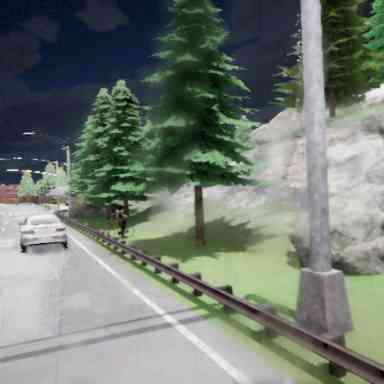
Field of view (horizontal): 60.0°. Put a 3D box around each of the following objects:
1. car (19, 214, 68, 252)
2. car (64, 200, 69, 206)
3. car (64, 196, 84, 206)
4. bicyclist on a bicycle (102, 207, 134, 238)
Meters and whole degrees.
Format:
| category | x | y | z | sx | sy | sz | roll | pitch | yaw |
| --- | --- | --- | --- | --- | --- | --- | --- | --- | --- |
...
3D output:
| category | x | y | z | sx | sy | sz | roll | pitch | yaw |
| --- | --- | --- | --- | --- | --- | --- | --- | --- | --- |
| car | -6.858 | 1.757 | 15.312 | 1.812 | 1.442 | 4.674 | -3 | 0 | -27 |
| car | -23.997 | 1.890 | 69.761 | 4.605 | 1.855 | 1.932 | -2 | 0 | -27 |
| car | -25.478 | 1.946 | 71.829 | 3.866 | 1.878 | 1.905 | -2 | 0 | -27 |
| bicyclist on a bicycle | -3.691 | 1.549 | 16.495 | 1.656 | 1.620 | 0.582 | -3 | 0 | -26 |
